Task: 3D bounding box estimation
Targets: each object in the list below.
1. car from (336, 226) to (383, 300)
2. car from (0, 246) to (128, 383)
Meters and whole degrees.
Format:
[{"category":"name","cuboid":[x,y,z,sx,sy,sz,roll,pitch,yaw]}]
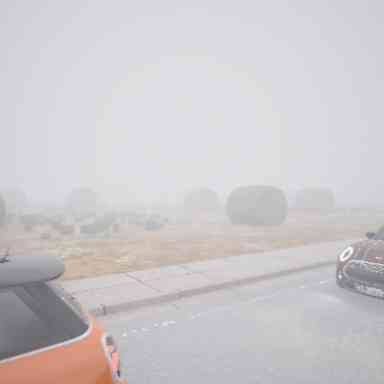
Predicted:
[{"category":"car","cuboid":[5.439,1.387,7.882,4.553,1.767,2.097,0,0,-36]},{"category":"car","cuboid":[-2.737,1.352,2.033,4.553,1.767,2.097,0,0,-36]}]
